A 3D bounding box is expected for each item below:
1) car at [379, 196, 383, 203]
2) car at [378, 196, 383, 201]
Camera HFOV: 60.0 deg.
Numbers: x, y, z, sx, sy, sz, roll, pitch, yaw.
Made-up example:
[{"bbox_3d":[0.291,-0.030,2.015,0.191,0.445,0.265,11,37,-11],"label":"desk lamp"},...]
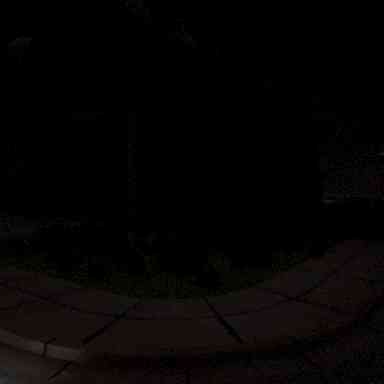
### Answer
[{"bbox_3d":[40.357,1.628,69.464,1.784,1.438,3.905,1,0,36],"label":"car"},{"bbox_3d":[33.799,1.601,58.332,1.816,1.474,4.193,1,0,36],"label":"car"}]
